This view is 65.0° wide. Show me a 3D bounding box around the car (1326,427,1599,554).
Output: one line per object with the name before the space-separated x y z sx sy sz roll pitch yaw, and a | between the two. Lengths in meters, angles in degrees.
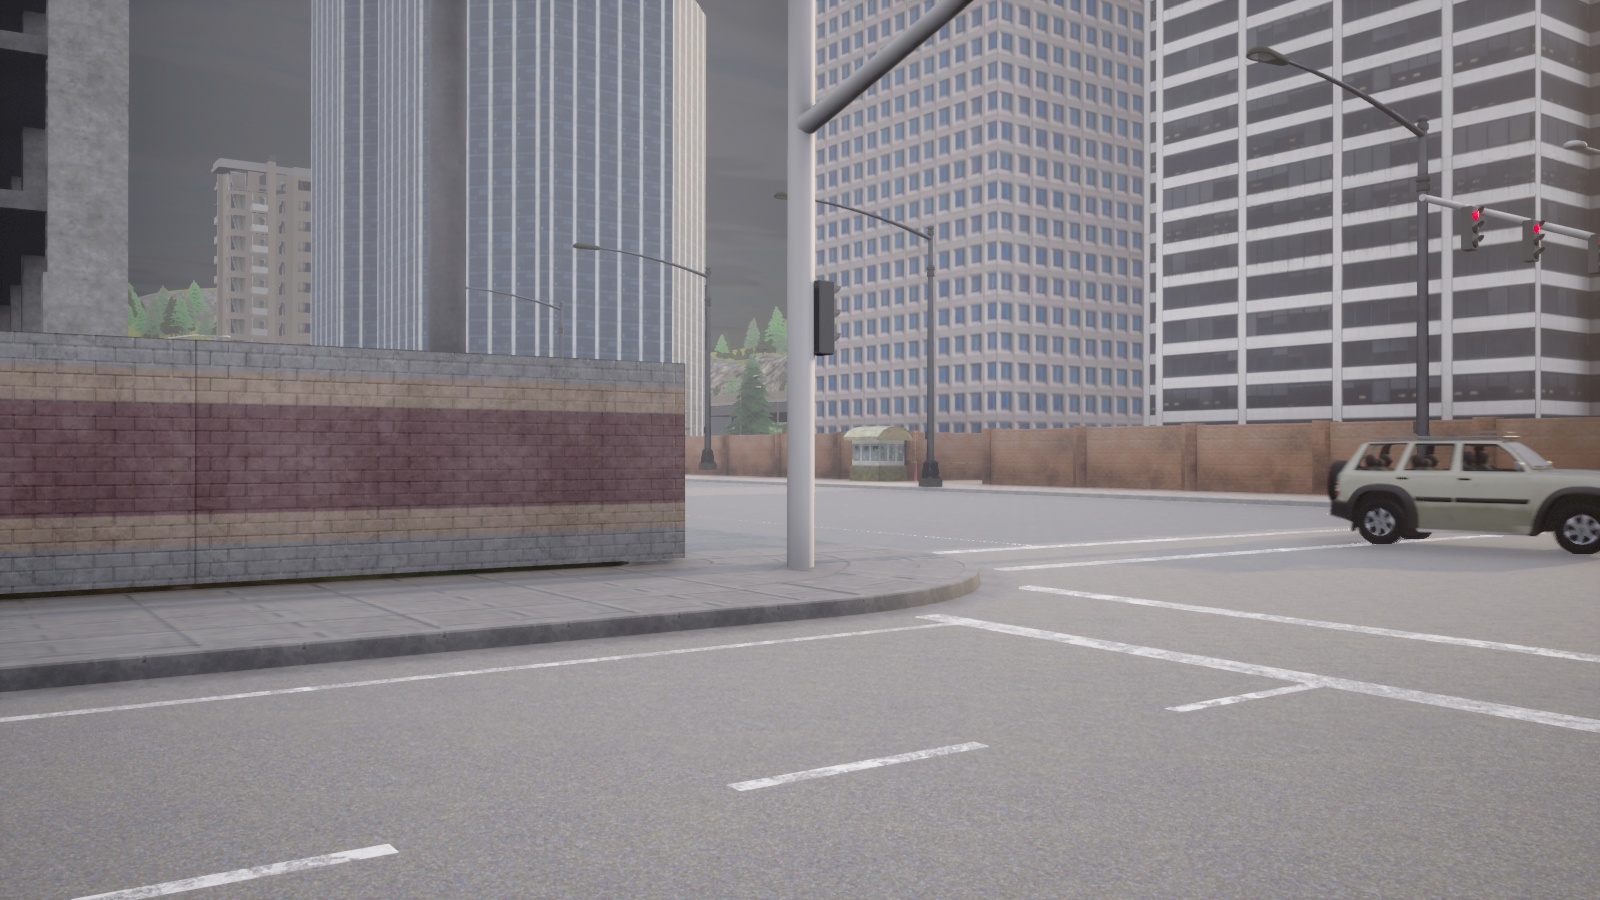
car | 11.155 0.587 20.160 4.605 1.855 1.932 0 0 43
